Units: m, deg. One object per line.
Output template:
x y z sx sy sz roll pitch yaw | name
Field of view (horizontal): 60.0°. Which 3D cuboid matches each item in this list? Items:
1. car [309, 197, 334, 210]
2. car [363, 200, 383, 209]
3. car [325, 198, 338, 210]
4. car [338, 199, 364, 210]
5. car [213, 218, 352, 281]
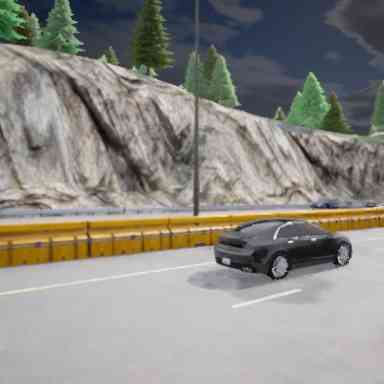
17.799 1.555 44.166 4.553 1.767 2.097 0 0 -27 | car
19.786 1.708 33.388 4.674 1.442 1.812 0 0 -27 | car
18.854 1.763 40.774 4.181 1.385 1.994 0 0 -27 | car
19.058 1.681 36.947 4.902 1.511 2.128 0 0 -27 | car
2.885 1.547 10.046 4.892 1.490 1.837 0 0 -35 | car
